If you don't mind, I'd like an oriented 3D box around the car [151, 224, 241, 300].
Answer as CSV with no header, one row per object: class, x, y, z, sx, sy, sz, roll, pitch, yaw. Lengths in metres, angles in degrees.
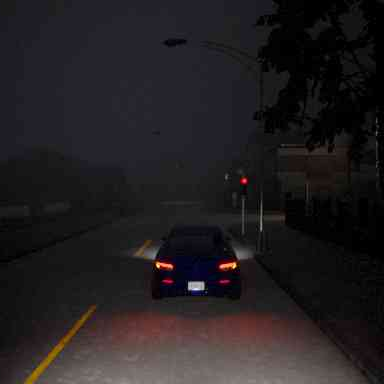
car,0.101,1.526,8.285,1.812,1.442,4.674,0,0,1
